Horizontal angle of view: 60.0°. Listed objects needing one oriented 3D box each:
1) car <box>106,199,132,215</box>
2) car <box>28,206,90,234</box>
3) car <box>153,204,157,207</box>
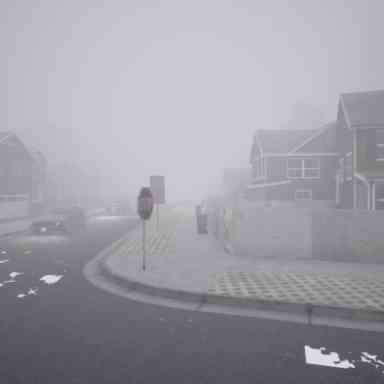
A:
[{"bbox_3d":[-7.468,1.489,34.352,2.128,1.511,4.902,-1,0,2],"label":"car"},{"bbox_3d":[-7.697,1.562,19.874,2.033,1.411,5.357,-1,0,0],"label":"car"},{"bbox_3d":[-6.395,1.545,51.002,1.812,1.442,4.674,-1,0,5],"label":"car"}]
